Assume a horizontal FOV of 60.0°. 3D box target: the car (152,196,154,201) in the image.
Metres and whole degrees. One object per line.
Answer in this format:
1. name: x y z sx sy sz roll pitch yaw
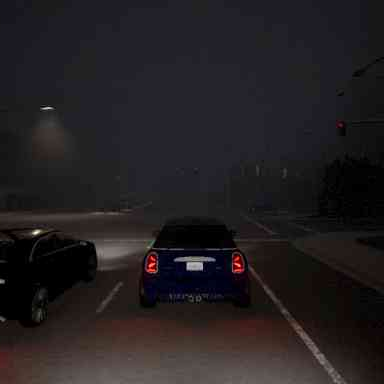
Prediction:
1. car: -10.647 1.676 82.907 2.128 1.511 4.902 0 0 0

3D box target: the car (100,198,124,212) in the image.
1. car: -10.674 1.877 43.899 1.812 1.442 4.674 0 0 0

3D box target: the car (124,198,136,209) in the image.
1. car: -10.687 1.768 52.935 2.097 1.767 4.553 0 0 0

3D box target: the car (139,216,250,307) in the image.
1. car: 0.059 1.368 8.145 2.097 1.767 4.553 0 0 0

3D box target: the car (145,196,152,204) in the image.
1. car: -10.629 1.590 72.774 2.097 1.767 4.553 0 1 0

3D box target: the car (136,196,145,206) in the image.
1. car: -10.668 1.850 62.721 1.882 1.535 5.008 0 1 0

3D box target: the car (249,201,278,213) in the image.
1. car: 9.006 1.887 41.842 1.812 1.442 4.674 -1 -1 44

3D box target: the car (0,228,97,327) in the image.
1. car: -3.446 1.506 7.005 2.128 1.511 4.902 0 0 0
